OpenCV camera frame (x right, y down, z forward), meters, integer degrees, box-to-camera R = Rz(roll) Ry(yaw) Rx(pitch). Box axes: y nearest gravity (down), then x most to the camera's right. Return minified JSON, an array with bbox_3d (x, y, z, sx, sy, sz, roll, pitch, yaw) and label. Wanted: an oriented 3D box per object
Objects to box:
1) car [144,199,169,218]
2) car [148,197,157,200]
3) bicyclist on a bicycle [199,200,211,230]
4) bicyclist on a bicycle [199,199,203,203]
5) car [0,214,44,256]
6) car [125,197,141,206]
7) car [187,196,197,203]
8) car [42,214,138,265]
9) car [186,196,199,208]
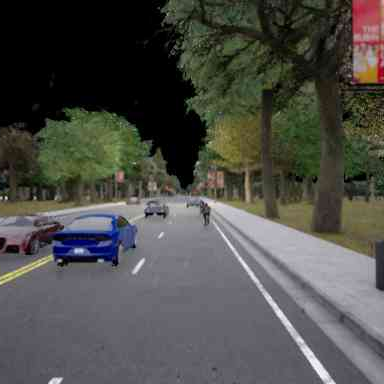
[{"bbox_3d":[-3.147,1.640,30.637,1.895,1.301,4.718,0,0,0],"label":"car"},{"bbox_3d":[-6.534,1.614,55.468,2.033,1.411,5.357,0,0,1],"label":"car"},{"bbox_3d":[0.895,1.480,20.077,0.582,1.620,1.656,0,-1,0],"label":"bicyclist on a bicycle"},{"bbox_3d":[0.896,1.492,30.500,0.582,1.620,1.656,0,0,0],"label":"bicyclist on a bicycle"},{"bbox_3d":[-6.596,1.582,13.092,1.994,1.385,4.181,0,0,0],"label":"car"},{"bbox_3d":[-9.790,1.593,55.744,1.812,1.442,4.674,0,0,1],"label":"car"},{"bbox_3d":[0.011,1.658,74.184,1.994,1.385,4.181,0,0,0],"label":"car"},{"bbox_3d":[-3.149,1.494,11.740,1.882,1.535,5.008,0,0,0],"label":"car"},{"bbox_3d":[0.083,1.608,50.717,2.033,1.411,5.357,0,0,0],"label":"car"}]
